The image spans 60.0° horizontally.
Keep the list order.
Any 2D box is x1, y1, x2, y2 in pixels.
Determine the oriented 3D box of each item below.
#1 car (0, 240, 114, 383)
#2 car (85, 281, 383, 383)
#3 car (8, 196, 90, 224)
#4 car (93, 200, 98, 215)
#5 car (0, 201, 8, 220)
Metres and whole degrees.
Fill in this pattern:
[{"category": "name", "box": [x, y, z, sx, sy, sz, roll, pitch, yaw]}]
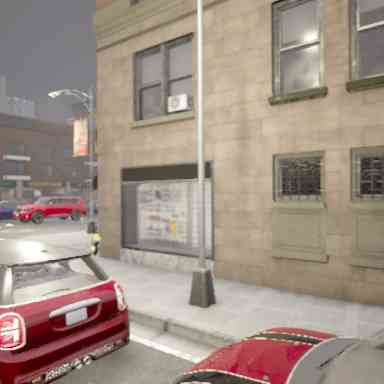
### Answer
[{"category": "car", "box": [-2.892, 1.438, 4.917, 4.097, 1.590, 1.967, 0, -1, 35]}, {"category": "car", "box": [1.572, 1.440, 1.734, 4.097, 1.590, 1.967, 0, -1, 35]}, {"category": "car", "box": [-11.202, 1.358, 26.684, 2.150, 2.045, 5.566, -1, -1, 36]}, {"category": "car", "box": [-10.014, 1.570, 33.873, 2.097, 1.767, 4.553, -1, -1, 36]}, {"category": "car", "box": [-15.086, 1.501, 26.855, 2.097, 1.767, 4.553, -1, -1, 36]}]
